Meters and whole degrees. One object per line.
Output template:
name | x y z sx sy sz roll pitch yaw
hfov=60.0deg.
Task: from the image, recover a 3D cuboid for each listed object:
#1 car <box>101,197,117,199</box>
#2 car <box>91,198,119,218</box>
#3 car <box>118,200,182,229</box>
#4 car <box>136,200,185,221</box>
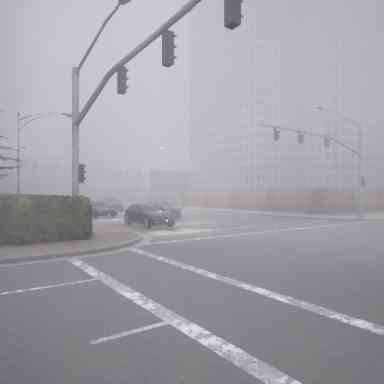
car | -9.014 1.353 36.873 2.097 1.767 4.553 0 0 -35
car | -8.513 1.547 30.066 2.033 1.411 5.357 0 0 -35
car | -2.903 1.505 22.098 1.837 1.490 4.892 0 0 -35
car | -2.762 1.478 27.978 1.882 1.535 5.008 0 0 -35
